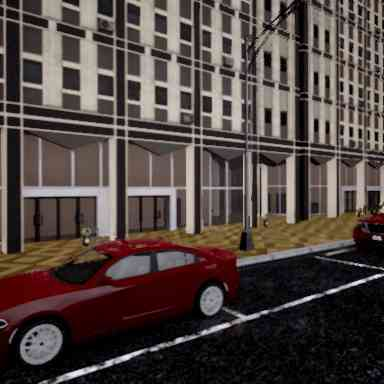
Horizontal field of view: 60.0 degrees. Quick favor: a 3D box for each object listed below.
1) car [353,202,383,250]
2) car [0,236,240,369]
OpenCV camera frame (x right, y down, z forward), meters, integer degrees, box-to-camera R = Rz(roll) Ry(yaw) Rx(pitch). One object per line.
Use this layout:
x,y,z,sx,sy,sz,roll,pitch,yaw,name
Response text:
8.069,1.156,12.308,5.009,1.841,2.192,-1,1,-35,car
-1.192,1.518,5.703,4.507,1.381,1.887,-1,1,-35,car
